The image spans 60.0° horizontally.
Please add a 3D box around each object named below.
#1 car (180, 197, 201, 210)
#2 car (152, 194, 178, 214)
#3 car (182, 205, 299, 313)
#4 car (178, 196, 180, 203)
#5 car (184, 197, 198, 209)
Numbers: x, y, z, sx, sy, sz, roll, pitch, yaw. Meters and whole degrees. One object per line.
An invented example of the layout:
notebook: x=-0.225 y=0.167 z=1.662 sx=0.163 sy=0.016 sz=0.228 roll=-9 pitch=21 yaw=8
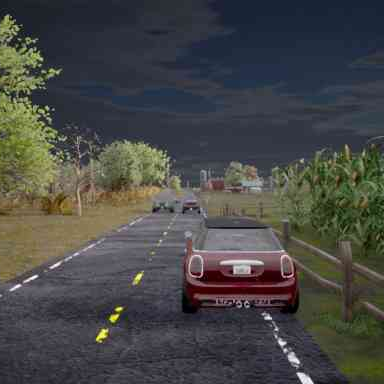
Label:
car: x=-0.073 y=1.482 z=36.001 sx=1.837 sy=1.490 sz=4.892 roll=0 pitch=0 yaw=0
car: x=-2.997 y=1.199 z=35.976 sx=2.150 sy=2.045 sz=5.566 roll=0 pitch=0 yaw=0
car: x=0.871 y=1.350 z=7.808 sx=2.097 sy=1.767 sz=4.553 roll=0 pitch=0 yaw=0
car: x=-3.001 y=1.494 z=61.251 sx=1.994 sy=1.385 sz=4.181 roll=0 pitch=0 yaw=0
car: x=-0.124 y=1.468 z=45.911 sx=1.837 sy=1.490 sz=4.892 roll=0 pitch=0 yaw=0
